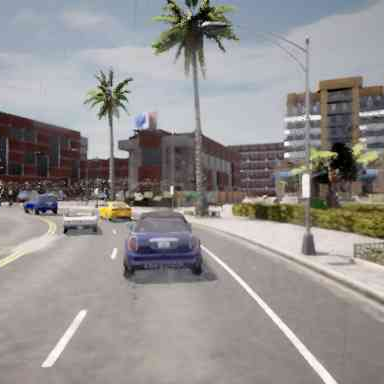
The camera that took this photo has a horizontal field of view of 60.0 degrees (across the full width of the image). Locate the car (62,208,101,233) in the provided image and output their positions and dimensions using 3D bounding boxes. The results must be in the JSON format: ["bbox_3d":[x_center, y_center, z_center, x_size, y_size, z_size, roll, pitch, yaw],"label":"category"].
[{"bbox_3d":[-6.878,1.689,20.527,1.895,1.301,4.718,0,0,-18],"label":"car"}]

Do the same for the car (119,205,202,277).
[{"bbox_3d":[-1.027,1.388,10.667,2.097,1.767,4.553,0,0,-8],"label":"car"}]

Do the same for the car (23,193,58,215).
[{"bbox_3d":[-16.579,1.392,36.367,2.150,2.045,5.566,0,-1,-43],"label":"car"}]

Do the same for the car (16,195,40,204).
[{"bbox_3d":[-35.284,1.601,71.589,4.553,1.767,2.185,0,0,21],"label":"car"}]

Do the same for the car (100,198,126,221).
[{"bbox_3d":[-6.637,1.589,28.442,1.882,1.535,5.008,0,0,-27],"label":"car"}]
